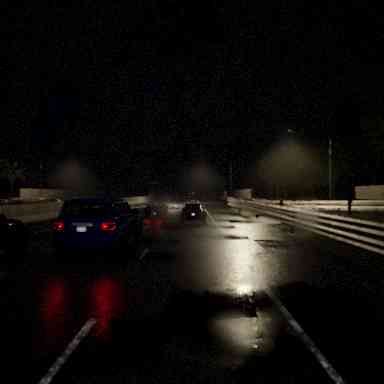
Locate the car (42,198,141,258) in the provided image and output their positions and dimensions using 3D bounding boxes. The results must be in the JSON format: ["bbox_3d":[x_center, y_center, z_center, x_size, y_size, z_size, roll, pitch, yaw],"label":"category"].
[{"bbox_3d":[-3.401,1.242,12.910,2.150,2.045,5.566,0,0,0],"label":"car"}]

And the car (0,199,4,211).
[{"bbox_3d":[-24.577,1.587,39.102,2.128,1.511,4.902,0,0,0],"label":"car"}]

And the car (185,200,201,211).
[{"bbox_3d":[0.097,1.713,42.878,1.895,1.301,4.718,0,0,0],"label":"car"}]

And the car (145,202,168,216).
[{"bbox_3d":[-3.402,1.672,32.624,1.895,1.301,4.718,0,0,0],"label":"car"}]

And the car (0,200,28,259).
[{"bbox_3d":[-6.901,1.235,9.448,2.150,2.045,5.566,0,0,0],"label":"car"}]

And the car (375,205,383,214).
[{"bbox_3d":[19.736,1.511,31.513,1.895,1.301,4.718,0,-2,-19],"label":"car"}]

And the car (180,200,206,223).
[{"bbox_3d":[0.098,1.615,26.433,1.994,1.385,4.181,0,0,0],"label":"car"}]

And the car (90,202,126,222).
[{"bbox_3d":[-6.903,1.581,27.780,1.812,1.442,4.674,0,0,0],"label":"car"}]

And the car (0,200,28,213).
[{"bbox_3d":[-21.082,1.657,38.630,1.994,1.385,4.181,0,0,0],"label":"car"}]
